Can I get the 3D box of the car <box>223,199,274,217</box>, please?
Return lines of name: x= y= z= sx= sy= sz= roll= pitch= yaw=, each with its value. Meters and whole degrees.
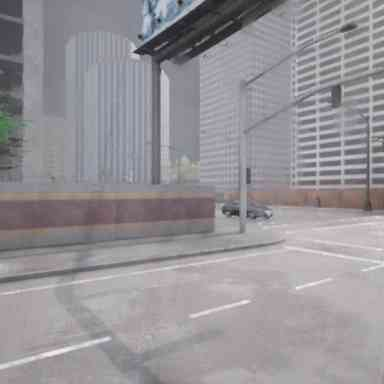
car: x=5.425 y=1.496 z=32.710 sx=2.128 sy=1.511 sz=4.902 roll=0 pitch=0 yaw=-35

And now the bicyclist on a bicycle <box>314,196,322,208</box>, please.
bicyclist on a bicycle: x=16.171 y=1.307 z=42.601 sx=1.656 sy=1.620 sz=0.582 roll=0 pitch=0 yaw=-35

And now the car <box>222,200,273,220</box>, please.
car: x=4.580 y=1.495 z=27.835 sx=2.128 sy=1.511 sz=4.902 roll=0 pitch=0 yaw=-35
